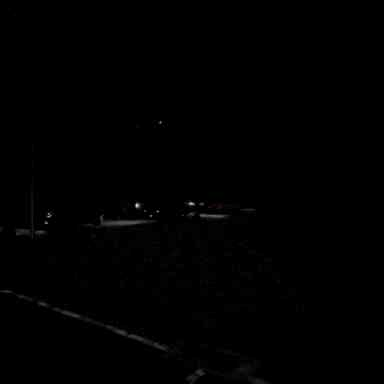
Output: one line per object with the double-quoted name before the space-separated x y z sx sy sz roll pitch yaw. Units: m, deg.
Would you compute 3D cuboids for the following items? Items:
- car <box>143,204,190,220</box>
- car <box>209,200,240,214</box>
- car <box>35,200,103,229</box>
"car" -2.255 1.752 30.401 1.895 1.301 4.718 0 -1 36
"car" 3.840 1.714 38.835 1.882 1.535 5.008 0 -1 36
"car" -8.227 1.417 22.139 2.097 1.767 4.553 0 -1 36
